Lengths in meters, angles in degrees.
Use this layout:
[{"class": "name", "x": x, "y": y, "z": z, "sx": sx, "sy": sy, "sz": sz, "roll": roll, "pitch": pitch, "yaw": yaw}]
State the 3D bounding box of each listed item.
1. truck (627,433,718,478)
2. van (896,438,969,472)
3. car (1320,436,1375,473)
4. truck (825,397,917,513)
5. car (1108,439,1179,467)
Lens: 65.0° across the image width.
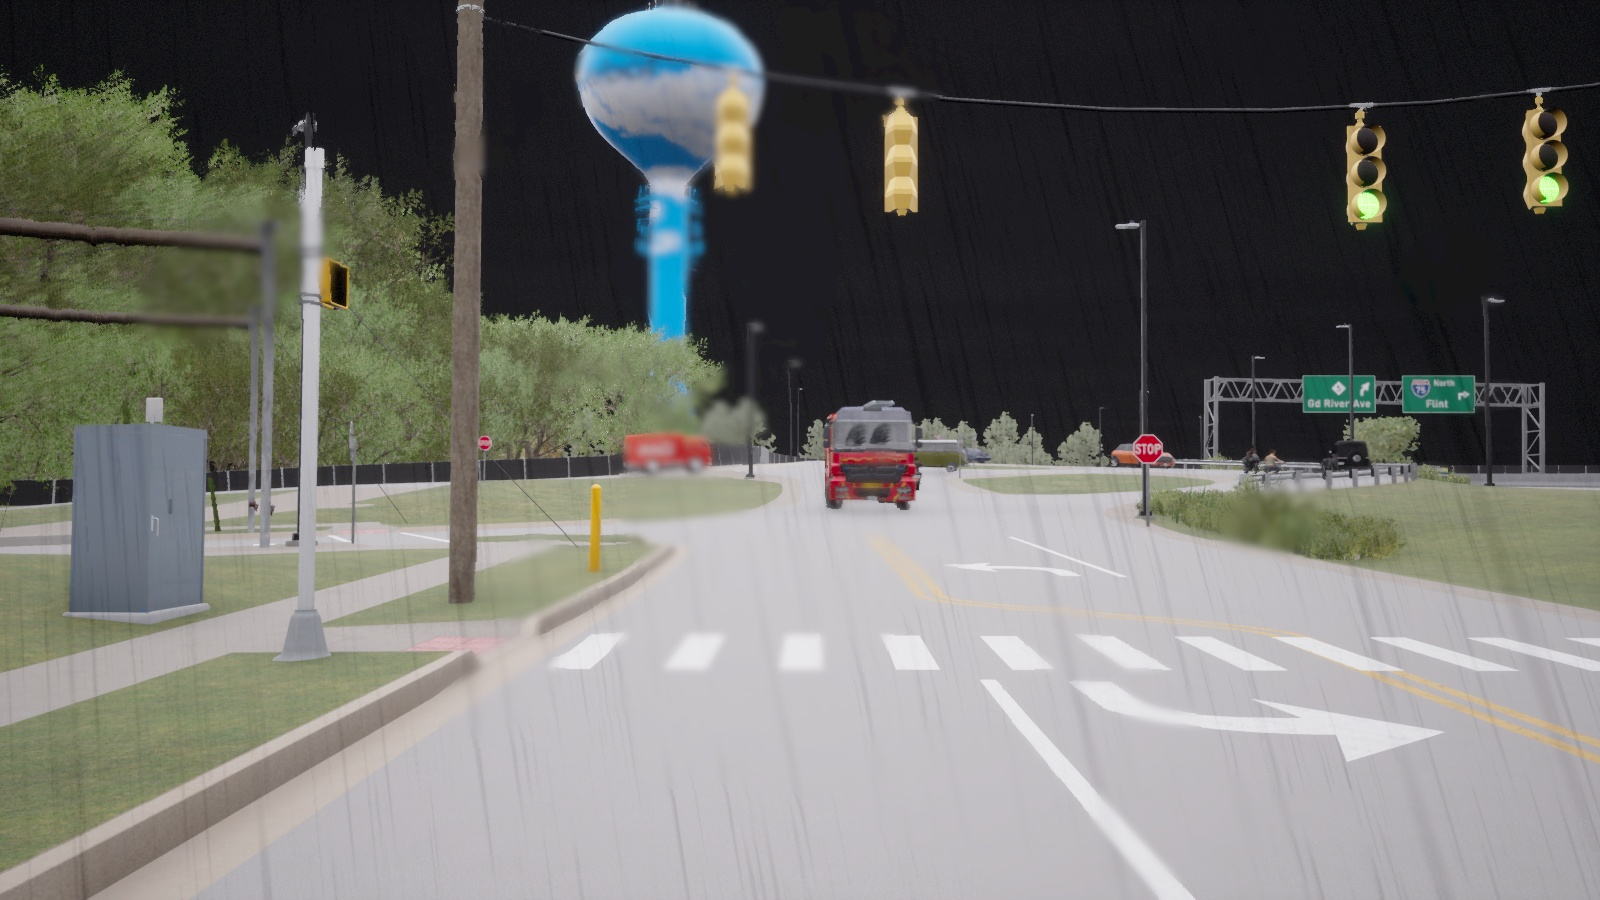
[{"class": "truck", "x": -7.893, "y": 0.341, "z": 77.547, "sx": 5.204, "sy": 2.467, "sz": 2.627, "roll": -3, "pitch": 0, "yaw": -12}, {"class": "van", "x": 8.134, "y": 0.310, "z": 77.240, "sx": 4.442, "sy": 1.987, "sz": 1.775, "roll": 0, "pitch": 2, "yaw": 6}, {"class": "car", "x": 28.645, "y": 0.227, "z": 65.844, "sx": 1.905, "sy": 1.878, "sz": 3.866, "roll": -1, "pitch": 0, "yaw": 12}, {"class": "truck", "x": 2.432, "y": 0.148, "z": 45.798, "sx": 2.891, "sy": 3.827, "sz": 8.468, "roll": 0, "pitch": 0, "yaw": 0}, {"class": "car", "x": 22.868, "y": 0.181, "z": 83.698, "sx": 2.097, "sy": 1.767, "sz": 4.553, "roll": 0, "pitch": 0, "yaw": -26}]
